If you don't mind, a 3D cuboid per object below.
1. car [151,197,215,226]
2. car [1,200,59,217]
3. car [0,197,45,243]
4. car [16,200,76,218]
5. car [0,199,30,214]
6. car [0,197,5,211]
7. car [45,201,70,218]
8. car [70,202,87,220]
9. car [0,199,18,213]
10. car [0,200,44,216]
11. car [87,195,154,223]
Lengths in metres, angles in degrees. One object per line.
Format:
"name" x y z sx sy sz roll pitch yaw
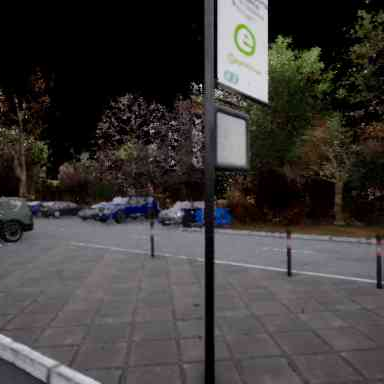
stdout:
"car" -0.301 1.353 22.942 2.185 1.767 4.553 0 0 35
"car" -16.525 1.612 34.246 2.097 1.535 5.008 0 0 35
"car" -9.696 1.257 14.197 2.435 2.045 5.566 -1 0 35
"car" -14.204 1.596 32.638 2.097 1.535 5.008 0 0 35
"car" -21.265 1.644 37.540 2.097 1.535 5.008 0 0 35
"car" -25.892 1.551 40.777 2.185 1.767 4.553 0 0 35
"car" -11.882 1.581 31.030 2.231 1.521 4.892 0 0 35
"car" -7.232 1.546 27.827 2.231 1.521 4.892 0 0 35
"car" -23.591 1.660 39.140 2.097 1.535 5.008 0 0 35
"car" -18.827 1.657 35.881 2.163 1.488 4.792 0 0 35
"car" -5.033 1.276 26.262 2.435 2.045 5.566 0 0 35
